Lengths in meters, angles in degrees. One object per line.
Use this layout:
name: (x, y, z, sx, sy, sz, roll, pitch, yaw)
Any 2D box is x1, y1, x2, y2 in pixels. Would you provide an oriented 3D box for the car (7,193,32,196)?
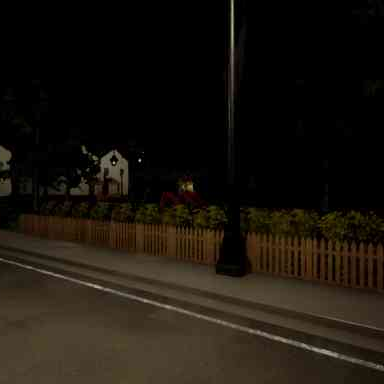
car: (-26.306, 1.221, 49.340, 2.150, 2.045, 5.566, 0, 0, 37)

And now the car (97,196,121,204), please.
car: (-15.452, 1.547, 63.603, 2.033, 1.411, 5.357, 0, 0, 38)
